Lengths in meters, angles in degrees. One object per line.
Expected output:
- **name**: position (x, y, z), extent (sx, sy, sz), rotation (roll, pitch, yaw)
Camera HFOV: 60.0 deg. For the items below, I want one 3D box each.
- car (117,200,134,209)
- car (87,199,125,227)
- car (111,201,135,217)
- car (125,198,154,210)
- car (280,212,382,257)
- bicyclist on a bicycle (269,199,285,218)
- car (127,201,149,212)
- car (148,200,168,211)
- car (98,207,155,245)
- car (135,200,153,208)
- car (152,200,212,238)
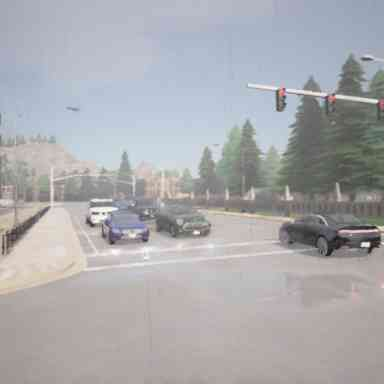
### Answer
- **car**: position (-11.651, 2.184, 57.872), extent (2.033, 1.411, 5.357), rotation (-1, 0, -21)
- **car**: position (-7.083, 1.571, 26.358), extent (2.150, 2.045, 5.566), rotation (-1, 0, -21)
- **car**: position (-8.003, 1.924, 38.384), extent (1.882, 1.535, 5.008), rotation (-1, 0, -21)
- **car**: position (-4.055, 1.536, 28.225), extent (2.150, 2.045, 5.566), rotation (-1, 0, -21)
- **car**: position (5.200, 1.548, 13.252), extent (2.128, 1.511, 4.902), rotation (0, -1, -11)
- **bicyclist on a bicycle**: position (7.406, 1.443, 29.068), extent (1.656, 1.620, 0.582), rotation (-1, 0, -21)
- **car**: position (-7.986, 2.062, 48.493), extent (2.033, 1.411, 5.357), rotation (-1, 0, -22)
- **car**: position (-5.307, 2.018, 51.245), extent (1.812, 1.442, 4.674), rotation (-1, 0, -21)
- **car**: position (-3.556, 1.758, 17.331), extent (1.812, 1.442, 4.674), rotation (-1, 0, -21)
- **car**: position (-8.785, 2.155, 60.182), extent (2.033, 1.411, 5.357), rotation (-1, 0, -21)
- **car**: position (-0.568, 1.551, 19.289), extent (2.097, 1.767, 4.553), rotation (-1, 0, -21)
